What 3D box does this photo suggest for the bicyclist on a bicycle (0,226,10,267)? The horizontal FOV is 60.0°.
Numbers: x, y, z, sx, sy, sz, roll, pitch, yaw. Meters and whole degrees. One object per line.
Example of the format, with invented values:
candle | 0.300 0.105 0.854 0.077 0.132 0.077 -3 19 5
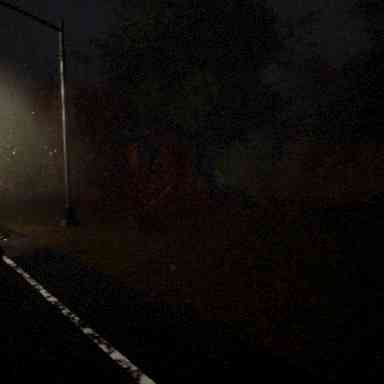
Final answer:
bicyclist on a bicycle | -4.335 1.256 7.161 0.866 1.612 1.509 -3 3 -39
